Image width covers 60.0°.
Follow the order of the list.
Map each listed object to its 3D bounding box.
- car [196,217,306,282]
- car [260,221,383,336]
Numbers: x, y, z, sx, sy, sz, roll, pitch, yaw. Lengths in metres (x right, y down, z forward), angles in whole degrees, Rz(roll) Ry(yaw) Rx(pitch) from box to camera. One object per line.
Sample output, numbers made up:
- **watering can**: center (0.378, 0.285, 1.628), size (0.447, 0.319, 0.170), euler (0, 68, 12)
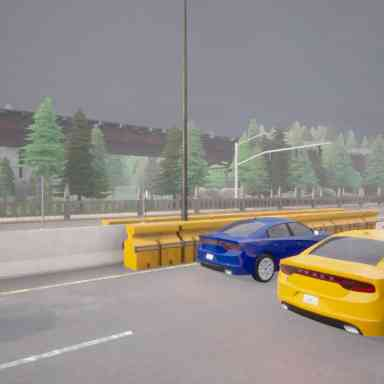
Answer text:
- **car**: center (2.455, 1.478, 9.805), size (5.008, 1.535, 1.882), euler (0, 0, -36)
- **car**: center (3.816, 1.478, 6.476), size (5.008, 1.535, 1.882), euler (0, 0, -35)
